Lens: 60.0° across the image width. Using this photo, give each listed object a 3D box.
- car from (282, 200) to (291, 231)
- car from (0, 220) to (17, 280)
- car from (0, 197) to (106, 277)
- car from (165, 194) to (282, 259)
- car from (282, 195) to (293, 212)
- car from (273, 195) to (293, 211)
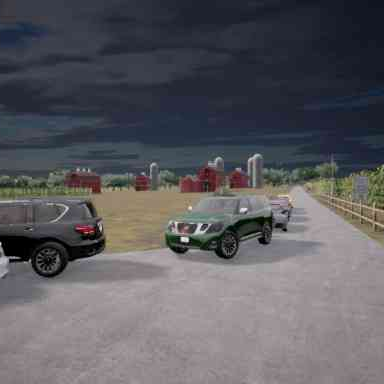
[{"bbox_3d":[4.440,1.372,18.969,1.994,1.385,4.181,0,0,17],"label":"car"},{"bbox_3d":[-6.369,1.613,6.707,4.674,1.442,1.812,-2,2,-35],"label":"car"},{"bbox_3d":[-5.351,1.223,9.582,5.566,2.045,2.150,-1,1,-4],"label":"car"},{"bbox_3d":[1.316,1.103,12.648,2.150,2.045,5.566,0,0,34],"label":"car"},{"bbox_3d":[6.298,1.225,24.700,1.882,1.535,5.008,0,0,18],"label":"car"},{"bbox_3d":[10.049,1.095,36.444,1.882,1.535,5.008,0,1,18],"label":"car"}]
